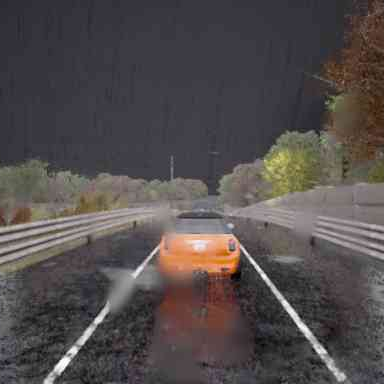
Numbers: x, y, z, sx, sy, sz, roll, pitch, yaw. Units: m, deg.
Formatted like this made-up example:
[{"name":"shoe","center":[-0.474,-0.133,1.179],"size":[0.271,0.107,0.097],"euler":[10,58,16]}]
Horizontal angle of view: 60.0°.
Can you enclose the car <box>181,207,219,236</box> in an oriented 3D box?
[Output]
[{"name":"car","center":[0.507,1.747,20.858],"size":[2.128,1.511,4.902],"euler":[0,-2,2]}]

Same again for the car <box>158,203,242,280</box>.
[{"name":"car","center":[0.239,1.388,10.209],"size":[2.097,1.767,4.553],"euler":[0,-1,1]}]
